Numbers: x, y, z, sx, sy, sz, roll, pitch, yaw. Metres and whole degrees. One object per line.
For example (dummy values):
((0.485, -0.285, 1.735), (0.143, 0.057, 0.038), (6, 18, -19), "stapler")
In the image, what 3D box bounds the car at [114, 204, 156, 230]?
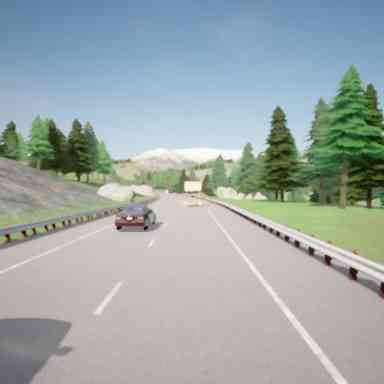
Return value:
((-3.354, 1.445, 20.346), (2.033, 1.411, 5.357), (0, 0, 0), "car")

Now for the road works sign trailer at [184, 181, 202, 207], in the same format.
((0.124, 0.239, 46.019), (2.380, 3.560, 2.880), (0, 0, -1), "road works sign trailer")
